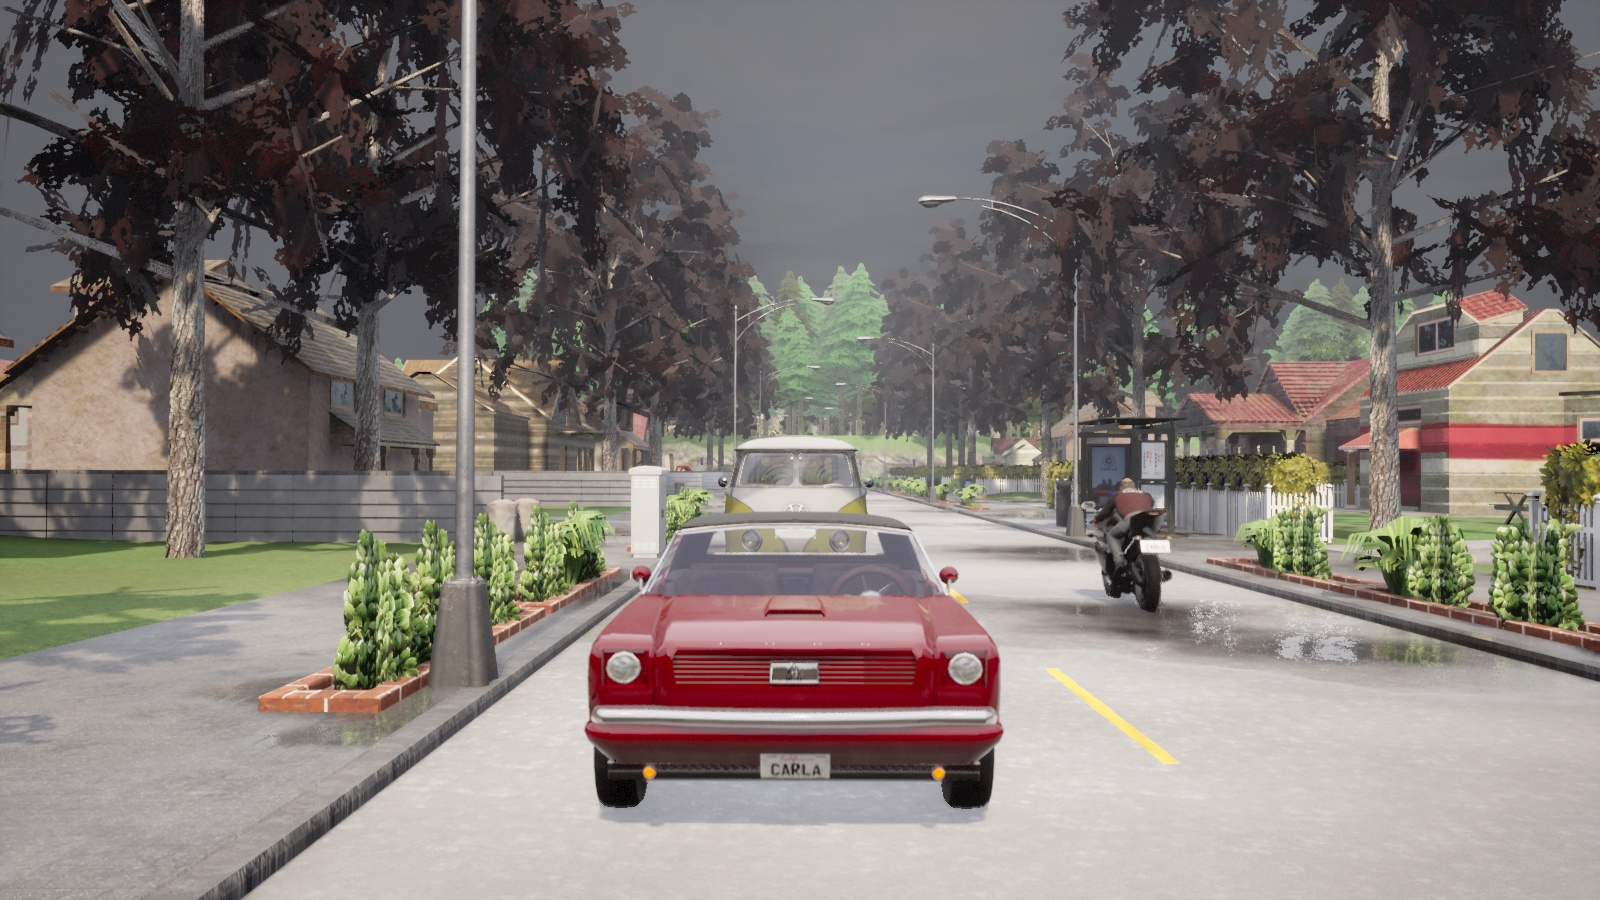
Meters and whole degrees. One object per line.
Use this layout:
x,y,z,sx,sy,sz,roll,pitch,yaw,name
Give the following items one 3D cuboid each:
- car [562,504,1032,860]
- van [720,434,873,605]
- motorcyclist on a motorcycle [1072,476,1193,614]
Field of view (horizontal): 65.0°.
-0.020,1.039,7.432,1.895,1.301,4.718,0,-1,0,car
-0.047,0.849,16.848,1.775,1.987,4.442,0,-1,0,van
3.958,1.086,15.141,0.866,1.530,2.191,0,-1,0,motorcyclist on a motorcycle
